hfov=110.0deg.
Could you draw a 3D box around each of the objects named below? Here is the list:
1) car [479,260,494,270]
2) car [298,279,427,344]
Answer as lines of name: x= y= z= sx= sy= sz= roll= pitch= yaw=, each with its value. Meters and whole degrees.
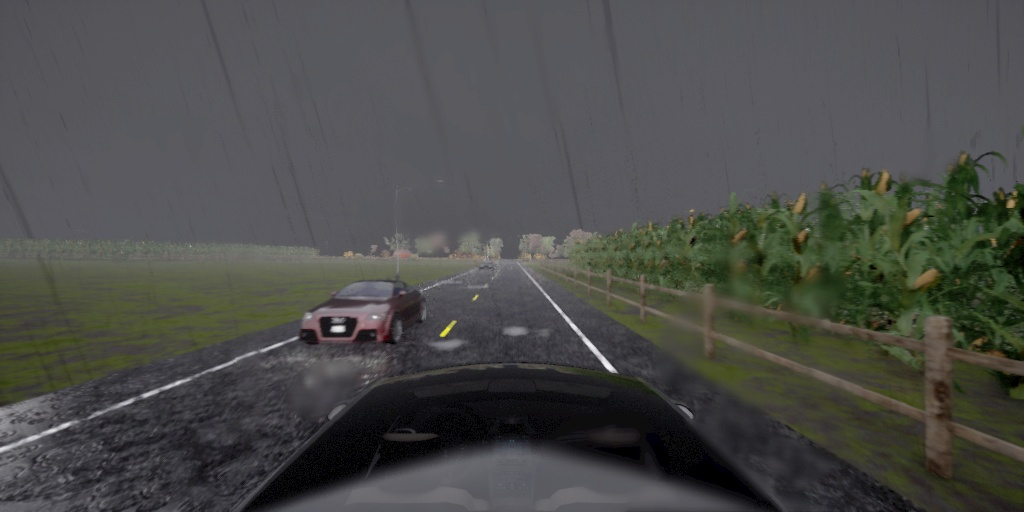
car: x=-3.579 y=1.327 z=51.117 sx=1.994 sy=1.385 sz=4.181 roll=0 pitch=0 yaw=0
car: x=-3.600 y=1.317 z=9.410 sx=1.994 sy=1.385 sz=4.181 roll=0 pitch=0 yaw=0
